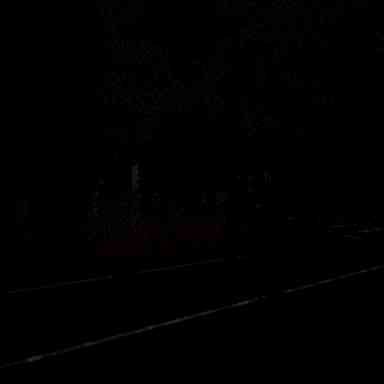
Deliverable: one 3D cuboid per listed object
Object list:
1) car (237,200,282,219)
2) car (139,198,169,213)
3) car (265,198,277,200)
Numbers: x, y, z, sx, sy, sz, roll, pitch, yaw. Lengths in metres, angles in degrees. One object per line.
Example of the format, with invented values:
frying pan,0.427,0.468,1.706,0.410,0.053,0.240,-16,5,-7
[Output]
car,6.128,1.751,32.262,1.812,1.442,4.674,0,-1,-37
car,-5.557,1.855,47.852,2.150,2.045,5.566,0,-1,-37
car,16.443,1.922,67.794,1.970,1.475,3.806,0,-1,-37
